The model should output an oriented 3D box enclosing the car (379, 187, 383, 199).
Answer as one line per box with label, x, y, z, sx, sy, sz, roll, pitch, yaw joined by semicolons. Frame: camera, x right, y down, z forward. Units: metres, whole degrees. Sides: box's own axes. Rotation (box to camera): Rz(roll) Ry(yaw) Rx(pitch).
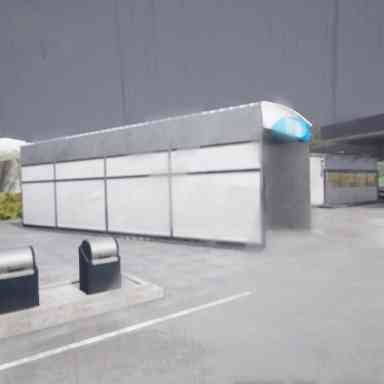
car;25.086;0.149;43.906;4.611;1.667;2.242;-2;1;-37
